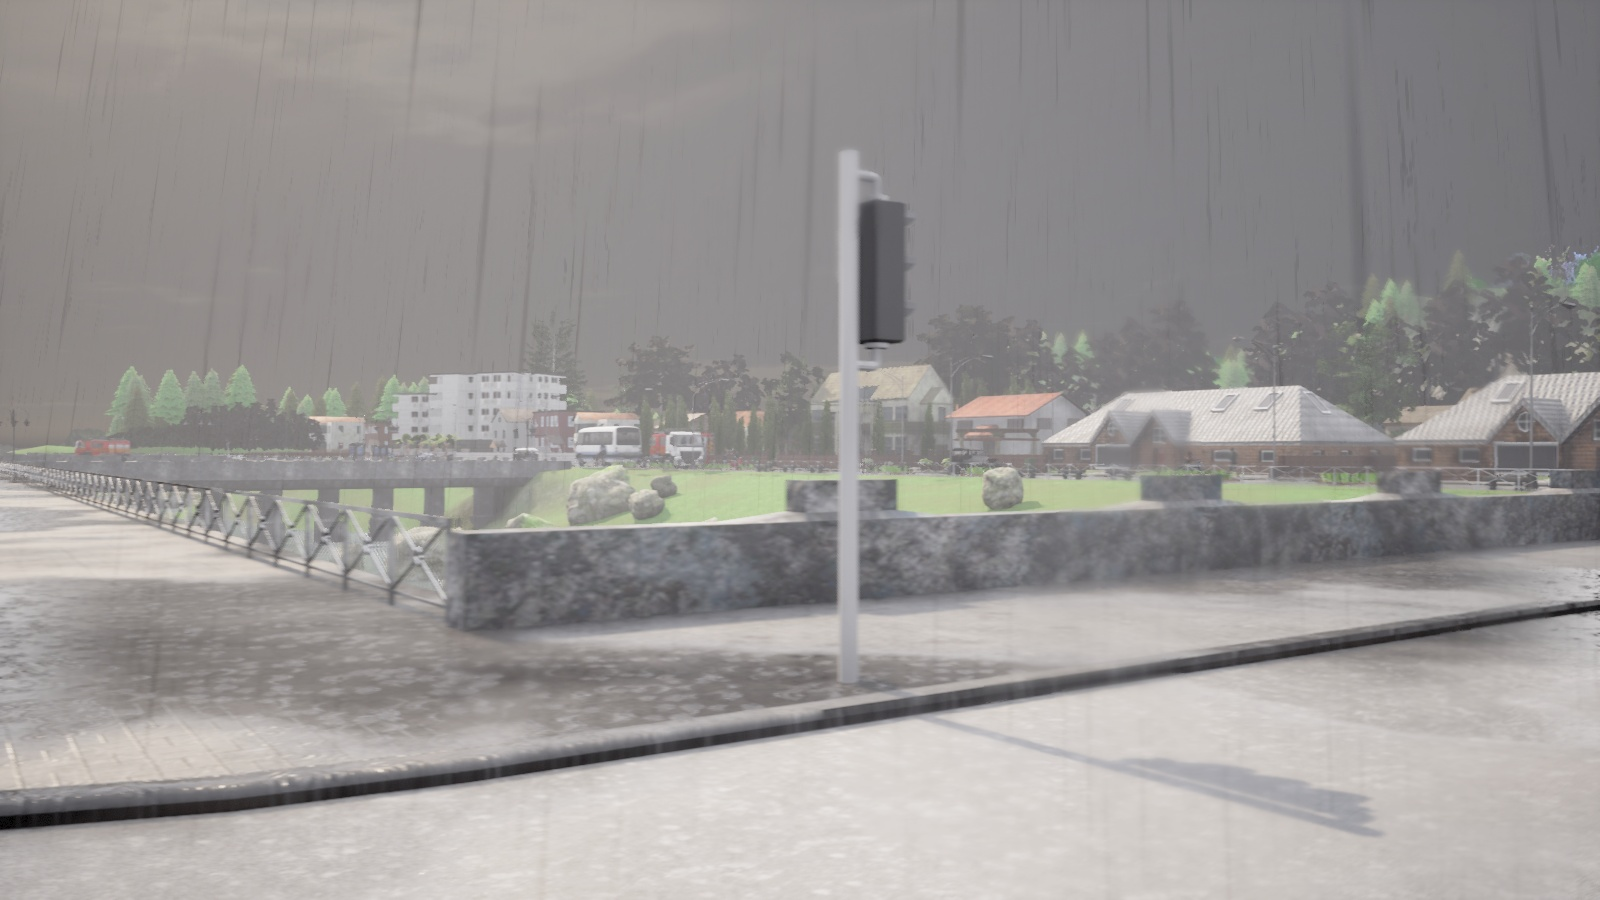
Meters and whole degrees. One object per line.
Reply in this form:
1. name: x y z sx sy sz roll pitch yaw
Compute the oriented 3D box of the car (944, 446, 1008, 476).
1. car: 11.307 0.715 80.873 1.905 1.878 3.866 0 0 -35
